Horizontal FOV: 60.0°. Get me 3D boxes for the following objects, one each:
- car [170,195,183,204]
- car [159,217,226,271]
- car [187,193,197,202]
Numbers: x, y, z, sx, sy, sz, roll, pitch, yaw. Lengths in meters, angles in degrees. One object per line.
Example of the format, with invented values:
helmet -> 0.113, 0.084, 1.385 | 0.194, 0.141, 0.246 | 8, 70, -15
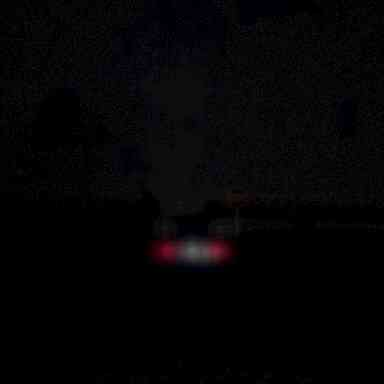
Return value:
car -> -2.782, 1.269, 60.150 | 2.097, 1.767, 4.553 | 0, 0, 1
car -> 0.028, 1.510, 10.684 | 2.033, 1.411, 5.357 | 0, 0, 0
car -> 0.018, 1.422, 70.531 | 1.837, 1.490, 4.892 | 0, 0, 0
